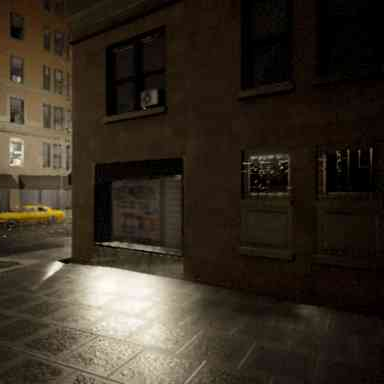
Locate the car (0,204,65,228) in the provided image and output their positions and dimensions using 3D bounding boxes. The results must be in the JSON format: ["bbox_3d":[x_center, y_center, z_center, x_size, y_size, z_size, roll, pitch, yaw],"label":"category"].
[{"bbox_3d":[-10.938,1.518,22.257,1.752,1.417,4.829,0,0,35],"label":"car"}]
